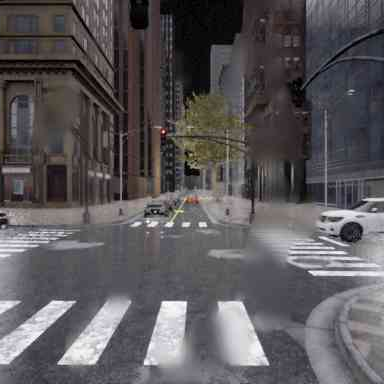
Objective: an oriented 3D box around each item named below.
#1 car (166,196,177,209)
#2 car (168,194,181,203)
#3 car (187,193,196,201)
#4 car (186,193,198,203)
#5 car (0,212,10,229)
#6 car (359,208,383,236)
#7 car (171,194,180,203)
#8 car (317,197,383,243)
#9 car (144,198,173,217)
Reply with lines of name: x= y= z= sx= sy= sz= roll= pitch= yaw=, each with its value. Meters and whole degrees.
car: x=-3.144 y=1.470 z=39.078 sx=1.895 sy=1.301 sz=4.718 roll=0 pitch=0 yaw=0
car: x=-3.119 y=1.192 z=59.811 sx=2.128 sy=1.511 sz=4.902 roll=0 pitch=1 yaw=1
car: x=-0.043 y=1.064 z=70.662 sx=1.882 sy=1.535 sz=5.008 roll=0 pitch=1 yaw=0
car: x=0.022 y=1.044 z=60.775 sx=2.097 sy=1.767 sz=4.553 roll=0 pitch=1 yaw=0
car: x=-11.333 y=1.397 z=15.782 sx=4.902 sy=1.511 sz=2.128 roll=1 pitch=0 yaw=0
car: x=11.907 y=1.632 z=18.342 sx=4.403 sy=1.369 sz=2.008 roll=0 pitch=0 yaw=0
car: x=-3.153 y=1.393 z=49.415 sx=1.895 sy=1.301 sz=4.718 roll=0 pitch=0 yaw=0
car: x=8.967 y=1.282 z=15.809 sx=5.566 sy=2.045 sz=2.150 roll=0 pitch=0 yaw=4
car: x=-3.134 y=1.490 z=30.286 sx=1.994 sy=1.385 sz=4.181 roll=0 pitch=0 yaw=0
